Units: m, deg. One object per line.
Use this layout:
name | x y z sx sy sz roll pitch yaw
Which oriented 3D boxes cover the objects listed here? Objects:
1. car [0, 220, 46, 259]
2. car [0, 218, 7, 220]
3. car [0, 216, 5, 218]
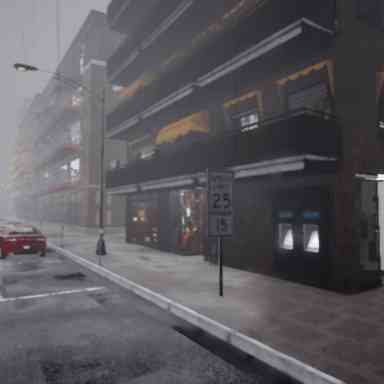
car | -7.949 2.189 15.380 1.887 1.381 4.507 4 -4 -33
car | -11.133 2.426 20.056 1.802 1.307 4.206 4 -4 -33
car | -17.381 2.795 29.489 1.887 1.381 4.507 4 -4 -33
